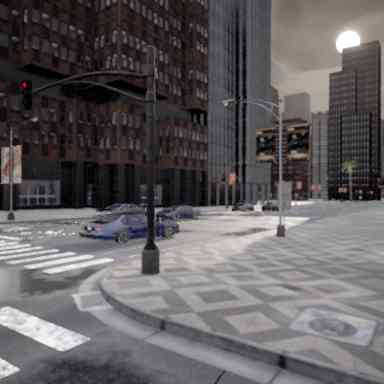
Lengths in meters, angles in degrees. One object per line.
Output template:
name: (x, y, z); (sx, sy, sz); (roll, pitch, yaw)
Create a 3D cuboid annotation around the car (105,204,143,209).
car: (-6.220, 1.756, 28.794); (2.128, 1.511, 4.902); (0, -1, 35)

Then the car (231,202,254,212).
car: (7.341, 2.172, 47.923); (1.994, 1.385, 4.181); (0, -1, 36)

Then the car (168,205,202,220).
car: (-1.209, 1.882, 30.258); (2.033, 1.411, 5.357); (0, -1, 35)

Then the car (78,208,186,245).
car: (-2.968, 1.730, 16.831); (2.033, 1.411, 5.357); (0, -1, 41)

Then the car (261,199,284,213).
car: (11.803, 2.141, 48.553); (1.882, 1.535, 5.008); (0, -1, 36)
